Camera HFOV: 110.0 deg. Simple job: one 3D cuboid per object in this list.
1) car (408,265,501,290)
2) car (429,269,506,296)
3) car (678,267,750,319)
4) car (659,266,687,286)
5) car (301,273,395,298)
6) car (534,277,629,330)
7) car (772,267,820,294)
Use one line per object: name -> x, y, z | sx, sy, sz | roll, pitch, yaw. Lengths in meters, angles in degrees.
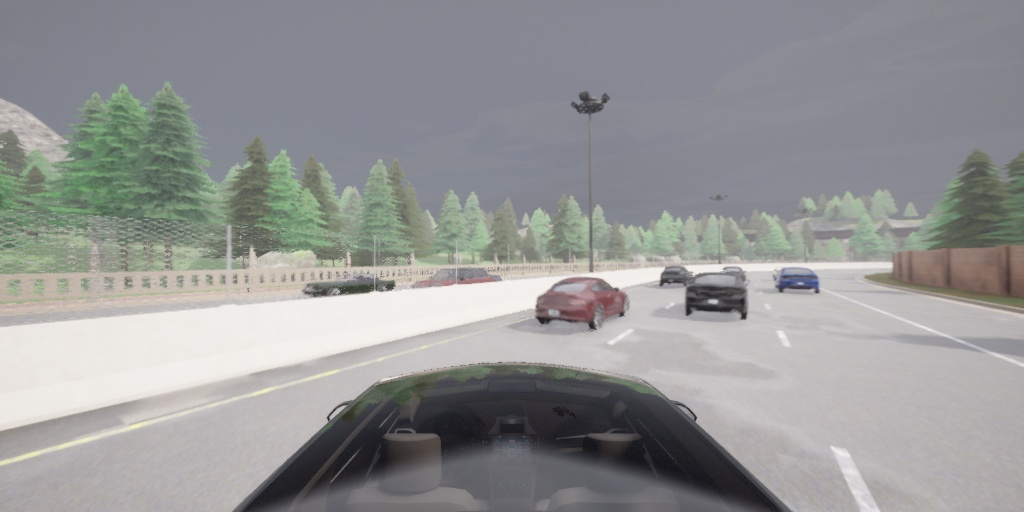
car -> -2.767, 1.324, 16.972 | 2.097, 1.767, 4.553 | -1, -1, 33
car -> -2.746, 1.608, 23.460 | 2.033, 1.411, 5.357 | -1, -1, 33
car -> 7.845, 1.347, 13.689 | 1.882, 1.535, 5.008 | -1, -1, 33
car -> 12.599, 1.536, 27.488 | 1.837, 1.490, 4.892 | -1, -1, 33
car -> -9.058, 1.651, 20.132 | 1.895, 1.301, 4.718 | -1, -1, 33
car -> 2.371, 1.398, 11.659 | 1.812, 1.442, 4.674 | -1, -1, 33
car -> 17.502, 1.410, 22.195 | 1.882, 1.535, 5.008 | -1, -1, 33
